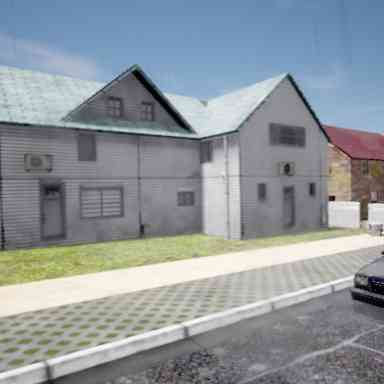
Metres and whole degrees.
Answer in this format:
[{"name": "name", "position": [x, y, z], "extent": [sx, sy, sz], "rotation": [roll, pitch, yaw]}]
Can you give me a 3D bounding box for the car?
[{"name": "car", "position": [5.555, 1.543, 7.034], "extent": [5.357, 1.411, 2.033], "rotation": [0, 0, -36]}]
